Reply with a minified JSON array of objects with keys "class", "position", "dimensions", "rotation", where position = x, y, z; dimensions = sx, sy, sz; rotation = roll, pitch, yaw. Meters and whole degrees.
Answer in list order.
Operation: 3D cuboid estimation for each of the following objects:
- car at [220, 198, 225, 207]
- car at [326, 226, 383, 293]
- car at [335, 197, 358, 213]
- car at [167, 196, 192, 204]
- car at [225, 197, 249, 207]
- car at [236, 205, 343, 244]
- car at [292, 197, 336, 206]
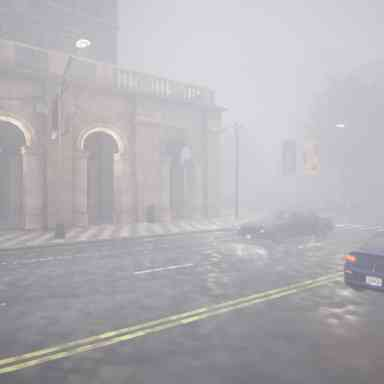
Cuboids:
[{"class":"car","position":[2.008,1.224,50.639],"dimensions":[2.150,2.045,5.566],"rotation":[0,0,-36]},{"class":"car","position":[5.326,1.526,7.663],"dimensions":[4.674,1.442,1.812],"rotation":[0,0,-36]},{"class":"car","position":[16.045,1.351,37.131],"dimensions":[2.097,1.767,4.553],"rotation":[0,0,-36]},{"class":"car","position":[-2.440,1.547,62.867],"dimensions":[2.033,1.411,5.357],"rotation":[0,0,-35]},{"class":"car","position":[6.464,1.506,50.443],"dimensions":[1.837,1.490,4.892],"rotation":[0,0,-36]},{"class":"car","position":[4.642,1.547,15.935],"dimensions":[5.357,1.411,2.033],"rotation":[0,0,-34]},{"class":"car","position":[12.621,1.565,35.366],"dimensions":[1.994,1.385,4.181],"rotation":[0,0,-31]}]
